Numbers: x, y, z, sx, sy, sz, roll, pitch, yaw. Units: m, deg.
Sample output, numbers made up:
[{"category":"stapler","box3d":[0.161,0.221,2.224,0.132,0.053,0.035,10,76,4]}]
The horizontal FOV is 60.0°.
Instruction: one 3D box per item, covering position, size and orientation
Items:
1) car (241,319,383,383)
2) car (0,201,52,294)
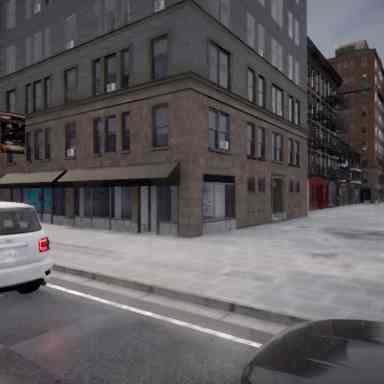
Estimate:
[{"category":"car","box3d":[2.598,1.505,1.834,4.892,1.490,1.837,0,0,36]},{"category":"car","box3d":[-5.472,1.221,7.580,5.566,2.045,2.150,0,0,36]}]
